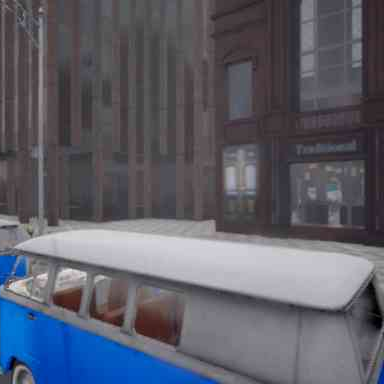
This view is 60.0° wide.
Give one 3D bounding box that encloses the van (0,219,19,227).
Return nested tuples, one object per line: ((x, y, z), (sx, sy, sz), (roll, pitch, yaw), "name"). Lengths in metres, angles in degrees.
((-4.895, 1.340, 6.460), (3.998, 1.788, 1.690), (0, 0, 36), "van")

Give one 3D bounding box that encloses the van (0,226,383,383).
((-0.307, 1.341, 3.186), (3.998, 1.788, 1.690), (0, 0, 36), "van")
